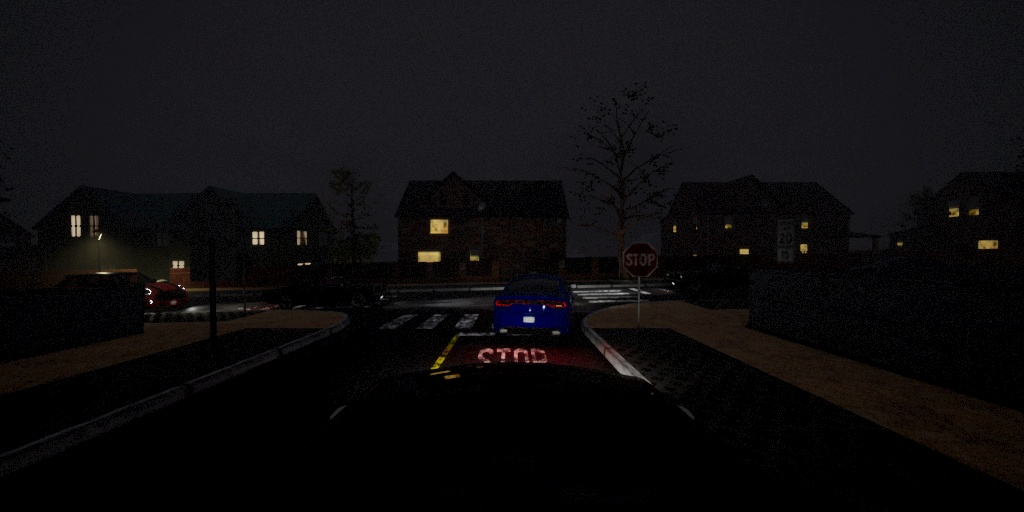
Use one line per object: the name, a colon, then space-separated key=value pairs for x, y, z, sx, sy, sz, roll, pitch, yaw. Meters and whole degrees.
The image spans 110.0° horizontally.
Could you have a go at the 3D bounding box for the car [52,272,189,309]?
car: x=-16.796 y=1.472 z=15.402 sx=4.553 sy=1.767 sz=2.097 roll=-1 pitch=1 yaw=0

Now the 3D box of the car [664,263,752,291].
car: x=10.414 y=1.034 z=18.331 sx=4.718 sy=1.301 sz=1.895 roll=-1 pitch=1 yaw=-1

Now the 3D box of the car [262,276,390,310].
car: x=-7.808 y=1.506 z=15.408 sx=4.718 sy=1.301 sz=1.895 roll=-1 pitch=1 yaw=0

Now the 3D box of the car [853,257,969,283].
car: x=20.060 y=0.753 z=18.365 sx=5.357 sy=1.411 sz=2.033 roll=-1 pitch=1 yaw=0

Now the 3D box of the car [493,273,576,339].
car: x=0.788 y=1.226 z=10.198 sx=1.882 sy=1.535 sz=5.008 roll=0 pitch=0 yaw=10
